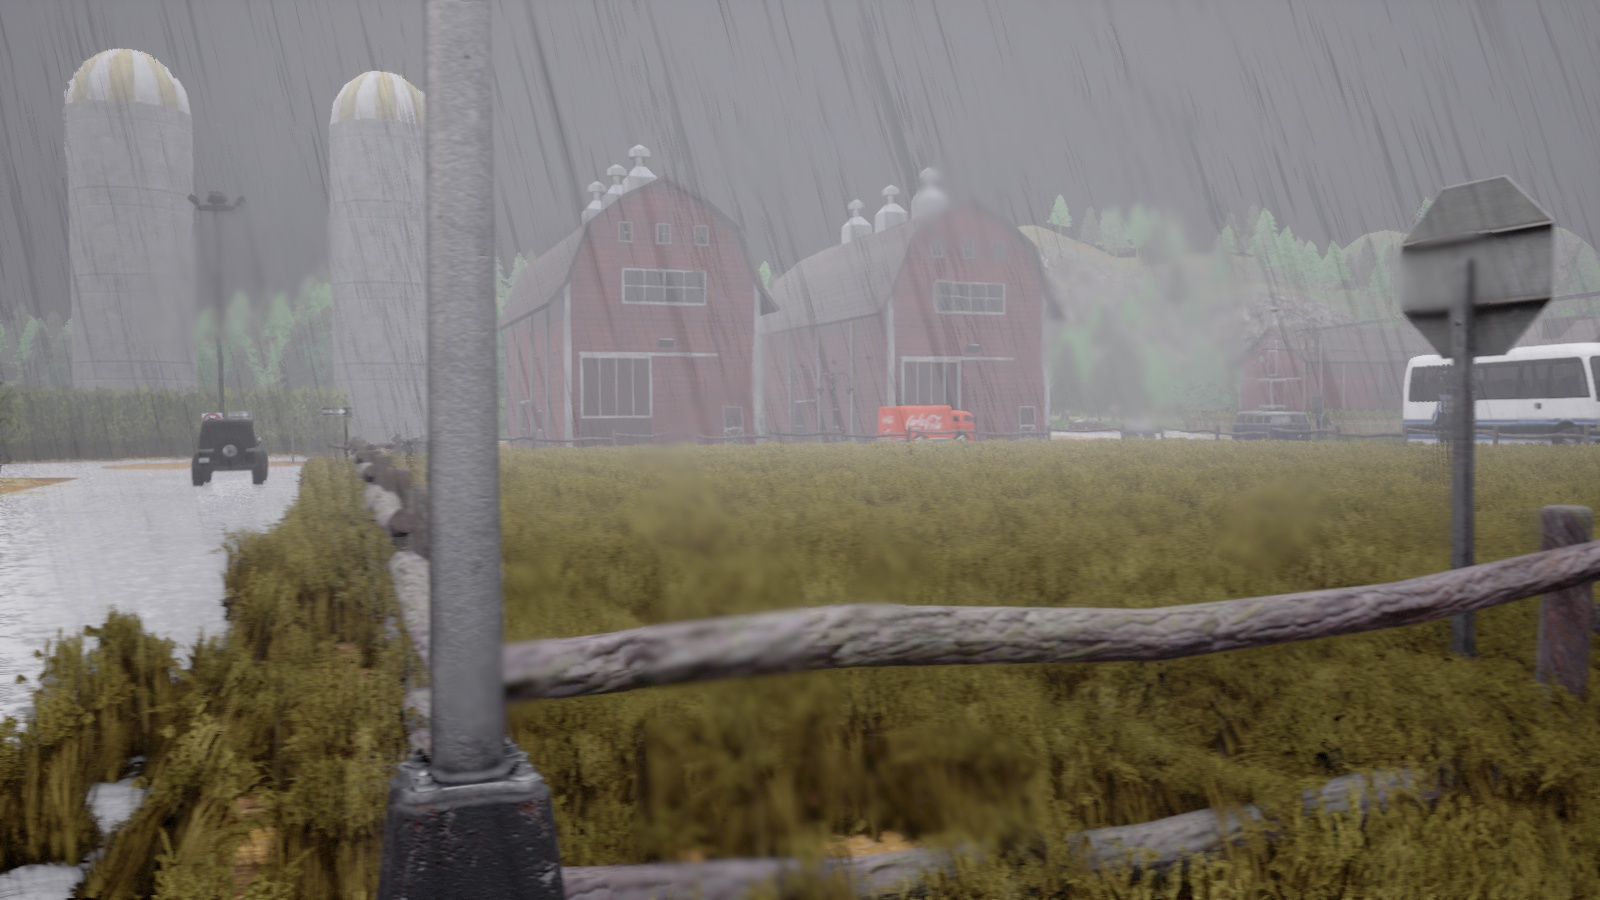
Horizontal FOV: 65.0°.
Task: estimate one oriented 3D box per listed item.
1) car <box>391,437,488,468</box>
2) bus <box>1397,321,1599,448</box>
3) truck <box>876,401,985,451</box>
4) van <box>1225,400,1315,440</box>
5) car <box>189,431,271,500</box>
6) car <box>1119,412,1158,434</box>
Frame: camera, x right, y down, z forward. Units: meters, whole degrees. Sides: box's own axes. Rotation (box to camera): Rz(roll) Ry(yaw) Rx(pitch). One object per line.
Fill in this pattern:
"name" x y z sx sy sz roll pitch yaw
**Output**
"car" -18.119 0.120 63.176 4.181 1.385 1.994 -1 1 11
"bus" 27.575 -2.332 46.926 3.944 4.253 10.273 -2 1 -12
"truck" 7.083 -1.312 68.248 5.204 2.467 2.627 -2 1 -24
"van" 24.740 -1.560 66.245 1.775 1.987 4.442 -2 2 -24
"car" -16.798 0.404 37.172 1.905 1.878 3.866 -2 1 -21
"car" 24.669 -1.985 91.633 2.163 1.488 4.792 -2 2 8
